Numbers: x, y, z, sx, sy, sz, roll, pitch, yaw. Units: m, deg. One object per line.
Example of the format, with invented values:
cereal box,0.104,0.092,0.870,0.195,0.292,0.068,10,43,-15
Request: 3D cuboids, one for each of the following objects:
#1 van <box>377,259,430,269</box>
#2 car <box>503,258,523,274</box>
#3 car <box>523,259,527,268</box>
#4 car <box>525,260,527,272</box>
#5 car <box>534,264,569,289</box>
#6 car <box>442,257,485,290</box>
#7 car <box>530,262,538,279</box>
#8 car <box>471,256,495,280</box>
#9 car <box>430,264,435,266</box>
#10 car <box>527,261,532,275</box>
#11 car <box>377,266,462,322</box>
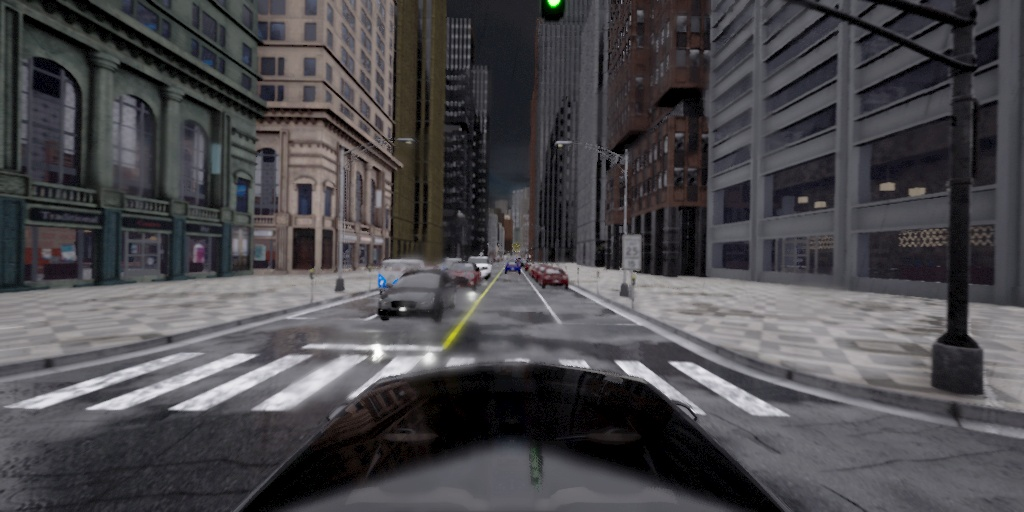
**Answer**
van,-5.785,1.065,19.077,1.690,1.789,3.998,0,0,0
car,0.086,1.395,44.621,1.882,1.535,5.008,1,-1,0
car,2.739,1.537,52.216,1.888,1.381,4.507,0,0,0
car,2.749,1.480,41.335,1.751,1.417,4.829,0,0,0
car,2.766,1.445,24.590,1.888,1.381,4.507,0,0,0
car,-3.093,1.138,22.784,2.097,1.767,4.553,1,0,0
car,2.760,1.463,30.115,1.888,1.381,4.507,0,0,0
car,-3.089,1.041,33.224,2.150,2.045,5.566,1,0,0
car,-5.788,1.287,24.602,1.888,1.381,4.507,0,0,0
car,2.755,1.481,35.640,1.888,1.381,4.507,0,0,0
car,-3.081,1.259,12.513,1.837,1.490,4.892,1,0,-1
